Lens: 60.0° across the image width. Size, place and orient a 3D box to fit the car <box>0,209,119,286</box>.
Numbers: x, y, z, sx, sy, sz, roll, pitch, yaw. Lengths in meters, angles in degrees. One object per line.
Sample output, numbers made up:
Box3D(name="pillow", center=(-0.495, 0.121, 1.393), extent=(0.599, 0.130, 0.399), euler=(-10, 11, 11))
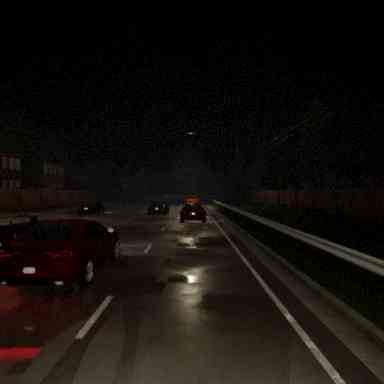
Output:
Box3D(name="car", center=(-3.402, 1.485, 9.422), extent=(1.882, 1.535, 5.008), euler=(0, 0, 0))

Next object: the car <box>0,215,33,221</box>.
Box3D(name="car", center=(-6.905, 1.612, 14.093), extent=(1.895, 1.301, 4.718), euler=(0, 0, 0))

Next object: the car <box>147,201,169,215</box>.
Box3D(name="car", center=(-3.411, 1.590, 34.221), extent=(1.994, 1.385, 4.181), euler=(0, 0, 0))

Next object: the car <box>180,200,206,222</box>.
Box3D(name="car", center=(0.091, 1.585, 26.607), extent=(1.994, 1.385, 4.181), euler=(0, 0, 0))

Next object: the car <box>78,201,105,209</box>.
Box3D(name="car", center=(-10.407, 1.590, 34.676), extent=(1.994, 1.385, 4.181), euler=(0, 0, 0))

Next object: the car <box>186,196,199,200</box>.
Box3D(name="car", center=(0.089, 1.394, 54.607), extent=(2.097, 1.767, 4.553), euler=(0, 0, 0))
